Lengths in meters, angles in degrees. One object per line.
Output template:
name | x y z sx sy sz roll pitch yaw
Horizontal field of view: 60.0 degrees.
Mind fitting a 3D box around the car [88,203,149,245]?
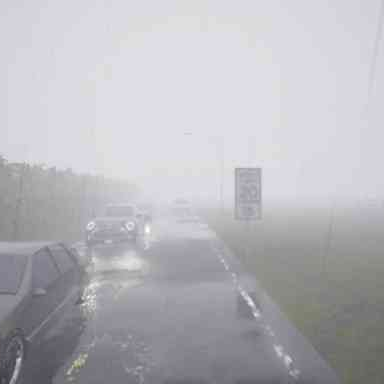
car | -3.372 1.353 15.309 2.097 1.767 4.553 0 0 -3

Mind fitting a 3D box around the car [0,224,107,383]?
car | -2.975 1.550 5.315 2.033 1.411 5.357 0 0 -3

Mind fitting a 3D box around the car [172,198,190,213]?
car | -1.218 1.609 36.940 1.895 1.301 4.718 0 0 -2

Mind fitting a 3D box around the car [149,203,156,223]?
car | -3.749 1.554 25.611 2.033 1.411 5.357 0 0 -2
